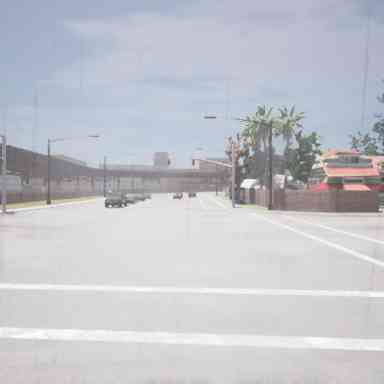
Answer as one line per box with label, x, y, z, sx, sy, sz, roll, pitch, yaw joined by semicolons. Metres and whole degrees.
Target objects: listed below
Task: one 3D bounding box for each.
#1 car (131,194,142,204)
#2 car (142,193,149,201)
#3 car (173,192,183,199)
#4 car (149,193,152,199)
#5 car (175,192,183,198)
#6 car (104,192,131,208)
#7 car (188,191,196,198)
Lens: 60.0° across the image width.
car;-10.439;1.274;56.507;2.033;1.411;5.357;0;1;0
car;-10.428;1.128;66.225;1.994;1.385;4.181;0;1;0
car;-3.417;0.946;76.862;1.895;1.301;4.718;0;1;0
car;-10.417;0.880;76.557;1.812;1.442;4.674;0;1;0
car;-3.406;0.690;87.180;1.994;1.385;4.181;0;1;0
car;-10.504;1.071;46.385;2.150;2.045;5.566;0;1;1
car;0.094;0.500;86.817;2.097;1.767;4.553;0;1;0
